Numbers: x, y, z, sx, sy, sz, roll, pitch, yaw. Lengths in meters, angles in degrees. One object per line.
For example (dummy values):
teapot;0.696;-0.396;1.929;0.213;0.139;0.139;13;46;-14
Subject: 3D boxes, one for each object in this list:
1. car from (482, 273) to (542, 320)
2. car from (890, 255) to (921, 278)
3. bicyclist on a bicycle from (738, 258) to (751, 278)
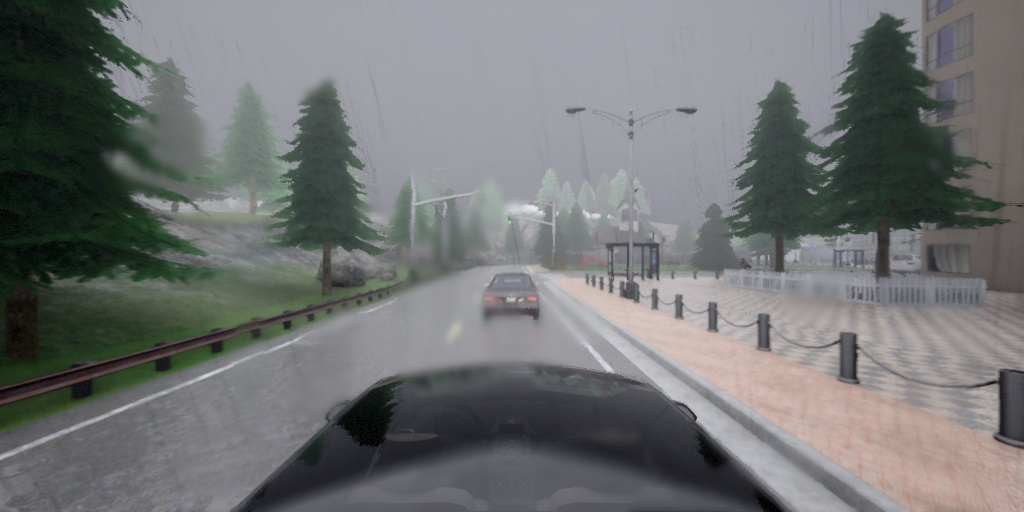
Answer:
car;0.020;1.281;12.478;2.033;1.411;5.357;0;0;0
car;37.567;0.908;32.347;5.566;2.045;2.150;0;0;0
bicyclist on a bicycle;18.357;0.994;28.328;0.582;1.620;1.656;0;0;0
